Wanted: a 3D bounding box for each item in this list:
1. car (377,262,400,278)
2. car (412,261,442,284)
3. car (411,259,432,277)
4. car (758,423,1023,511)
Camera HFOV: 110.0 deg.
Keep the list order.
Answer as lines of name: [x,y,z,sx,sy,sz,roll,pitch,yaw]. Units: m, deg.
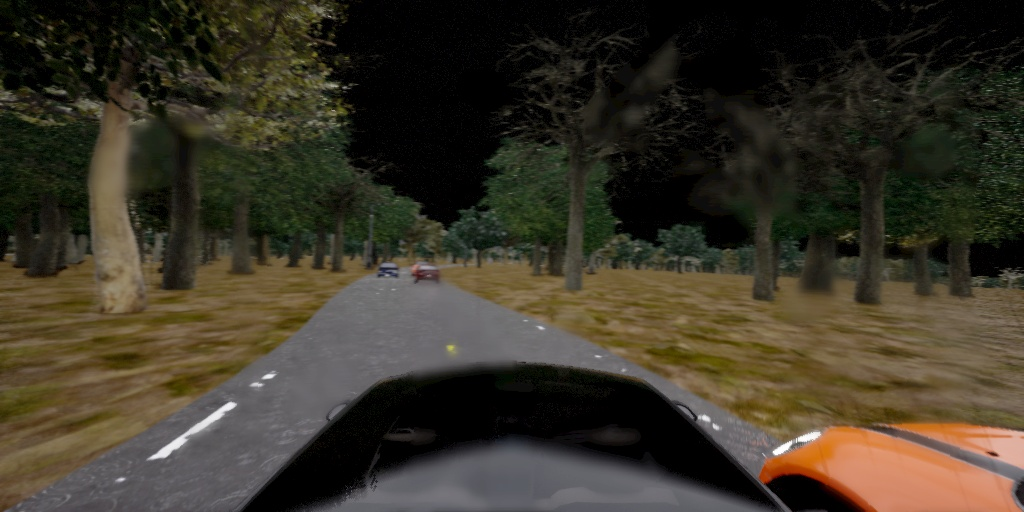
car: [-11.711,1.319,34.195,2.033,1.411,5.357,3,-1,-16]
car: [-6.788,1.369,28.619,1.882,1.535,5.008,3,-1,-18]
car: [-10.208,1.297,40.590,2.097,1.767,4.553,3,-1,-14]
car: [2.762,1.218,0.476,2.097,1.767,4.553,3,-1,-6]
